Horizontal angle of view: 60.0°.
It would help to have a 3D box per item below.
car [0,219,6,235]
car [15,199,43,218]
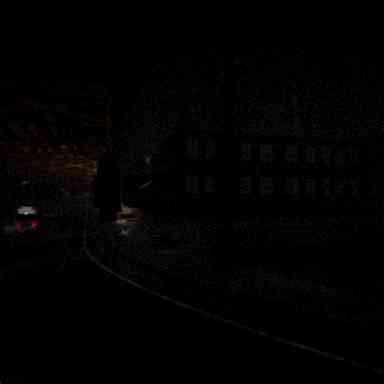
[{"bbox_3d":[-10.612,1.670,16.330,1.895,1.301,4.718,1,-1,-18],"label":"car"},{"bbox_3d":[-15.779,1.705,32.455,1.812,1.442,4.674,1,-1,-18],"label":"car"}]
